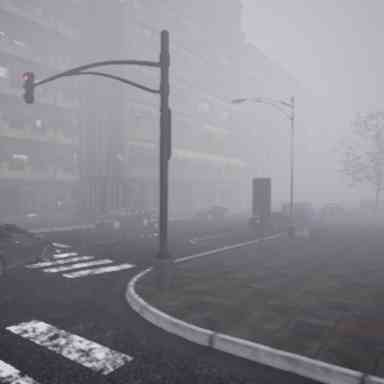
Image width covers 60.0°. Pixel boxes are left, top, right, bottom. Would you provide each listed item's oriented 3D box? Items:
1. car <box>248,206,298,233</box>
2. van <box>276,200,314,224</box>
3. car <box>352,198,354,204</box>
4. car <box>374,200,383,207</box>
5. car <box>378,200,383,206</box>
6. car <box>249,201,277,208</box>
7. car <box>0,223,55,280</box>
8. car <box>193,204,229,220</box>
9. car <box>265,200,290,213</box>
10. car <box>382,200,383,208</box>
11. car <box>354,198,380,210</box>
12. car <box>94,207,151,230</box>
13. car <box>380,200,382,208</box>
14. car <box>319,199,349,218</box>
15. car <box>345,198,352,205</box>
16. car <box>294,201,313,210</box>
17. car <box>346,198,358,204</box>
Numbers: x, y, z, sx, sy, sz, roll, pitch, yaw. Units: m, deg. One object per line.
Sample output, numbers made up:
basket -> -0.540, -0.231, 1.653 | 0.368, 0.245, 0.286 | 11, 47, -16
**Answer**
car -> 5.318, 1.896, 22.460 | 1.947, 1.339, 4.313 | 0, 0, 36
van -> 8.596, 1.716, 26.920 | 1.690, 1.788, 3.998 | 0, 0, 36
car -> 37.893, 2.223, 80.934 | 1.967, 1.590, 4.097 | 0, 0, 36
car -> 38.086, 2.316, 67.047 | 1.887, 1.381, 4.507 | 0, 0, 36
car -> 41.363, 2.364, 71.506 | 2.008, 1.369, 4.403 | 0, 0, 36
car -> 8.400, 1.974, 40.805 | 1.802, 1.307, 4.206 | 0, 0, 36
car -> -5.827, 1.632, 9.775 | 1.812, 1.442, 4.674 | -1, -1, 1
car -> 1.847, 1.847, 31.888 | 1.887, 1.381, 4.507 | 0, 0, 36
car -> 11.678, 1.877, 45.265 | 1.967, 1.590, 4.097 | 0, 0, 36
car -> 34.810, 2.168, 62.589 | 1.967, 1.590, 4.097 | 0, 0, 36
car -> 28.257, 1.957, 53.673 | 2.192, 1.841, 5.009 | 0, 0, 36
car -> -4.707, 1.763, 22.971 | 2.008, 1.369, 4.403 | 0, 0, 36
car -> 31.532, 2.267, 58.129 | 1.802, 1.307, 4.206 | 0, 0, 36
car -> 15.149, 1.905, 35.837 | 1.967, 1.590, 4.097 | 0, 0, 36
car -> 34.615, 2.307, 76.475 | 1.947, 1.339, 4.313 | 0, 0, 36
car -> 18.231, 2.107, 54.181 | 1.802, 1.307, 4.206 | 0, 0, 36
car -> 41.068, 2.349, 85.255 | 1.752, 1.417, 4.829 | 0, 0, 36
